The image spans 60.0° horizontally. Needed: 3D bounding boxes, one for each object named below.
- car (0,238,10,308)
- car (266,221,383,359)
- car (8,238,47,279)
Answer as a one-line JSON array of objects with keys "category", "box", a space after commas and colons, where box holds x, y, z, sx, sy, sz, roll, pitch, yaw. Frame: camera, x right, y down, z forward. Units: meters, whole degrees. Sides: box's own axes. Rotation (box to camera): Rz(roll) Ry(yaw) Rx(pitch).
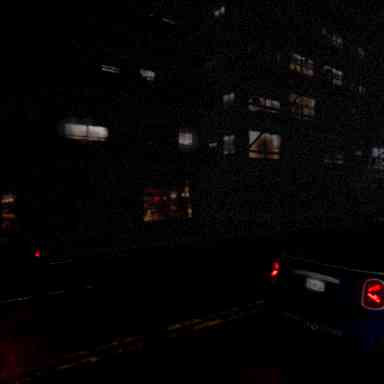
[{"category": "car", "box": [-5.182, 1.485, 3.994, 5.008, 1.535, 1.882, 0, 0, -36]}, {"category": "car", "box": [3.471, 1.332, 5.983, 4.553, 1.767, 2.097, 0, 0, -36]}, {"category": "car", "box": [-6.162, 1.552, 7.281, 5.357, 1.411, 2.033, 0, 0, -36]}]
